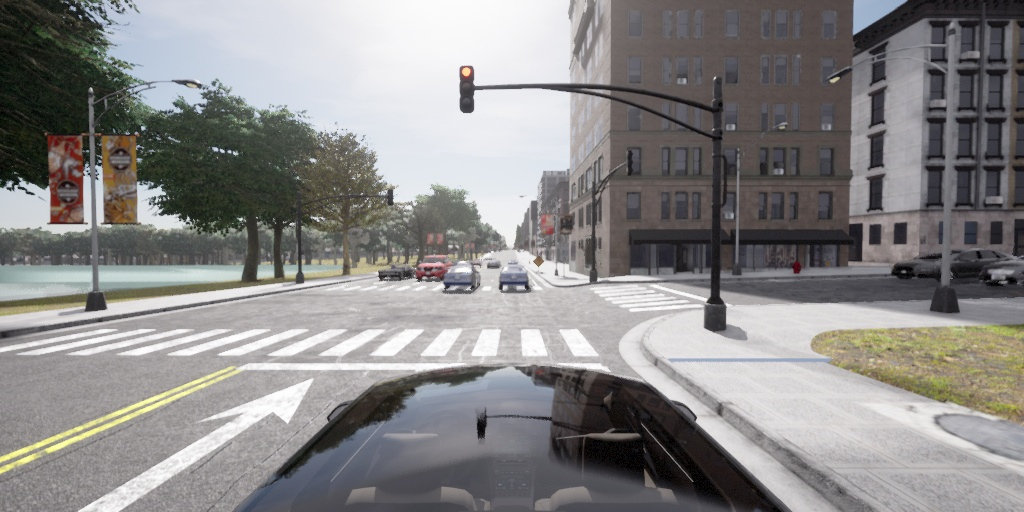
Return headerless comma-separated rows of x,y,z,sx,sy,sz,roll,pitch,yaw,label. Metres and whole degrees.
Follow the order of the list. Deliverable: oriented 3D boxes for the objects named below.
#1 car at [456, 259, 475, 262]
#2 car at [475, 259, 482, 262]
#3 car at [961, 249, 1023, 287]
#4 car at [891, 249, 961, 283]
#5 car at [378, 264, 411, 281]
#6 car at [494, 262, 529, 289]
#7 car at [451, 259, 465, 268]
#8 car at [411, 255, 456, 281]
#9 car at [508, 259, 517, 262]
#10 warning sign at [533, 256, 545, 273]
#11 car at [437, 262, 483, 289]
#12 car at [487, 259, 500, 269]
-6.491,1.345,47.157,1.994,1.385,4.181,0,0,0,car
-6.363,1.203,64.187,1.882,1.535,5.008,0,0,0,car
21.062,0.484,13.724,4.902,1.511,2.128,-2,1,0,car
20.954,0.428,16.974,4.892,1.490,1.837,-2,1,0,car
-9.787,1.353,30.634,1.895,1.301,4.718,0,0,0,car
0.126,1.283,23.051,2.033,1.411,5.357,0,0,0,car
-9.613,1.353,64.194,1.837,1.490,4.892,0,0,0,car
-6.537,0.967,30.648,2.150,2.045,5.566,0,1,0,car
0.179,1.350,59.792,2.033,1.411,5.357,0,0,1,car
2.933,0.881,39.872,1.300,1.860,1.060,0,0,0,warning sign
-3.105,1.293,22.962,2.033,1.411,5.357,0,0,0,car
-3.075,1.366,59.590,1.994,1.385,4.181,0,0,1,car
